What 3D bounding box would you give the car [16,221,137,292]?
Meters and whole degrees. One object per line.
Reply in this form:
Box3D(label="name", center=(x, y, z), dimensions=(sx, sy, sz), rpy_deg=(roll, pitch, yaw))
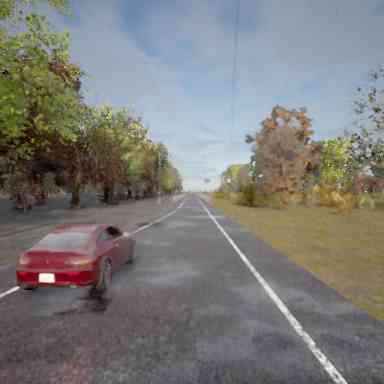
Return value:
Box3D(label="car", center=(-2.747, 1.504, 8.797), dimensions=(1.812, 1.442, 4.674), rpy_deg=(0, 0, 2))
